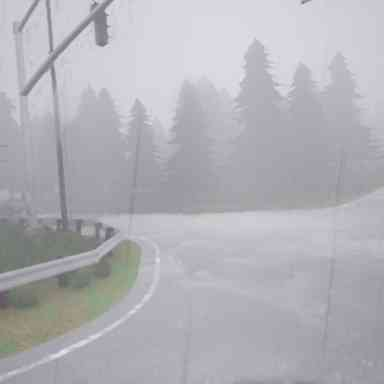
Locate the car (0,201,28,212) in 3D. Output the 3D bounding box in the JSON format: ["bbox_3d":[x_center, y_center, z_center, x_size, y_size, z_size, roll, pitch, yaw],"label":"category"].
[{"bbox_3d":[-15.940,1.475,29.101,4.718,1.301,1.895,-2,2,33],"label":"car"}]
